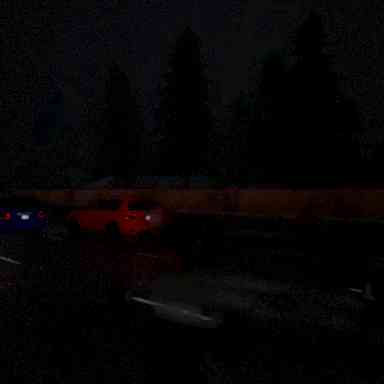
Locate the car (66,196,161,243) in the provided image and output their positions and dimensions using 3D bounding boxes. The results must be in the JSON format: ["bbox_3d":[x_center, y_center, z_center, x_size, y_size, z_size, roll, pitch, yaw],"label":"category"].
[{"bbox_3d":[-3.921,1.207,16.257,5.566,2.045,2.150,0,0,41],"label":"car"}]

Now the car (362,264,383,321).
[{"bbox_3d":[5.096,1.614,4.710,4.718,1.301,1.895,0,0,35],"label":"car"}]

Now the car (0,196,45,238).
[{"bbox_3d":[-9.285,1.192,16.368,5.566,2.045,2.150,0,0,42],"label":"car"}]

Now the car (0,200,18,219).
[{"bbox_3d":[-17.197,1.492,29.384,2.033,1.411,5.357,0,0,-41],"label":"car"}]
